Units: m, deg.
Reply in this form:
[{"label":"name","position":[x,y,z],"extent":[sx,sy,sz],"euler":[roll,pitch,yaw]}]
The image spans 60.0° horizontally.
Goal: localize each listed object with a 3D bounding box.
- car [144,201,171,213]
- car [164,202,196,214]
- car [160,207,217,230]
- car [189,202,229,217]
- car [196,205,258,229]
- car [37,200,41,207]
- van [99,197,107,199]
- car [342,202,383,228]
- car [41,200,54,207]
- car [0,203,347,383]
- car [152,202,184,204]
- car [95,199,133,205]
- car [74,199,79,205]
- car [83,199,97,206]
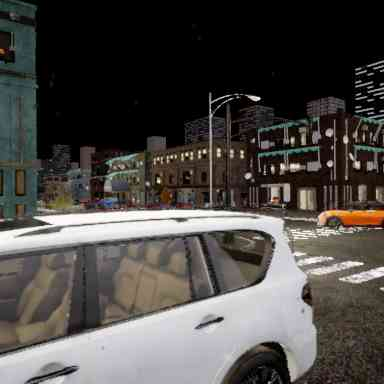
[{"label":"car","position":[-4.659,1.967,44.531],"extent":[1.802,1.307,4.206],"euler":[-1,0,-35]},{"label":"car","position":[-1.462,1.904,40.014],"extent":[1.802,1.307,4.206],"euler":[-2,0,-35]},{"label":"car","position":[-0.381,1.815,23.774],"extent":[1.947,1.339,4.313],"euler":[-1,0,-35]},{"label":"car","position":[1.736,1.810,35.496],"extent":[2.008,1.369,4.403],"euler":[-2,0,-35]},{"label":"car","position":[2.447,1.735,24.495],"extent":[1.812,1.442,4.674],"euler":[-1,0,-37]},{"label":"car","position":[-30.690,2.377,66.793],"extent":[2.008,1.369,4.403],"euler":[-1,0,-35]},{"label":"van","position":[-14.260,1.908,58.083],"extent":[1.690,1.788,3.998],"euler":[-1,0,-35]},{"label":"car","position":[10.165,1.402,20.481],"extent":[4.553,1.767,2.097],"euler":[-1,-2,19]},{"label":"car","position":[-24.195,2.234,57.618],"extent":[1.752,1.417,4.829],"euler":[-1,0,-35]},{"label":"car","position":[-1.293,1.223,2.763],"extent":[5.566,2.045,2.150],"euler":[0,0,-35]},{"label":"car","position":[-2.663,1.875,31.710],"extent":[1.994,1.385,4.181],"euler":[-1,0,-35]},{"label":"car","position":[-8.303,1.847,35.169],"extent":[1.967,1.590,4.097],"euler":[-1,0,-35]},{"label":"car","position":[-27.049,2.365,76.154],"extent":[1.947,1.339,4.313],"euler":[-1,0,-35]},{"label":"car","position":[-13.798,2.075,47.502],"extent":[2.033,1.411,5.357],"euler":[-1,0,-35]}]
